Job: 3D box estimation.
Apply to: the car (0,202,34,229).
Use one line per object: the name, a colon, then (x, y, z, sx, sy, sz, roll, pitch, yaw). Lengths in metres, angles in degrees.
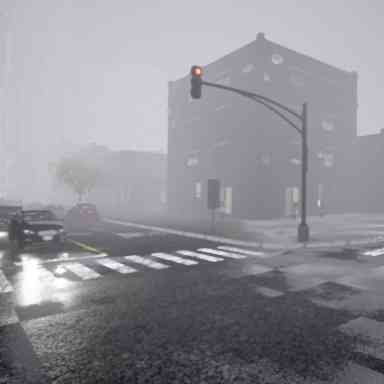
car: (-12.474, 1.670, 22.853, 1.837, 1.490, 4.892, 1, -1, -35)

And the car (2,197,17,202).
car: (-30.329, 2.017, 54.020, 2.128, 1.511, 4.902, 1, -1, -35)

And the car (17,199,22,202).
car: (-32.525, 2.070, 61.666, 1.967, 1.590, 4.097, 0, -1, -35)

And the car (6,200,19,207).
car: (-35.692, 2.262, 66.202, 1.802, 1.307, 4.206, 0, -1, -35)

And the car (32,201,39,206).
car: (-22.121, 1.995, 46.887, 1.752, 1.417, 4.829, 0, -1, -35)

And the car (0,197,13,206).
car: (-42.028, 2.095, 75.277, 2.192, 1.841, 5.009, 0, -1, -35)

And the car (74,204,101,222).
car: (-9.445, 1.718, 28.841, 1.967, 1.590, 4.097, 0, -1, -35)

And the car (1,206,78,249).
car: (-7.073, 1.577, 15.114, 2.128, 1.511, 4.902, 1, -1, -35)

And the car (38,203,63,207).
car: (-15.644, 1.922, 37.706, 2.008, 1.369, 4.403, 0, -1, -35)

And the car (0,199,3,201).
car: (-24.096, 1.848, 39.583, 1.837, 1.490, 4.892, 1, -1, -34)
